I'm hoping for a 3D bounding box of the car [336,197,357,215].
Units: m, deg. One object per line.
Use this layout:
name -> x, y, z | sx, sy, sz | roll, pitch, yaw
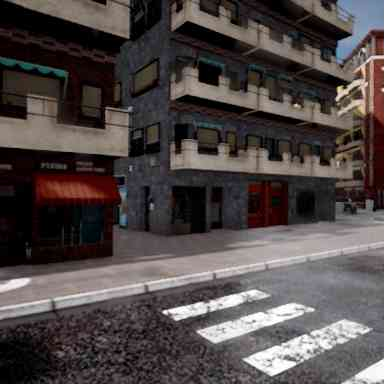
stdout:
car -> 17.757, 1.613, 39.976 | 2.150, 2.045, 5.566 | 0, -1, 5
